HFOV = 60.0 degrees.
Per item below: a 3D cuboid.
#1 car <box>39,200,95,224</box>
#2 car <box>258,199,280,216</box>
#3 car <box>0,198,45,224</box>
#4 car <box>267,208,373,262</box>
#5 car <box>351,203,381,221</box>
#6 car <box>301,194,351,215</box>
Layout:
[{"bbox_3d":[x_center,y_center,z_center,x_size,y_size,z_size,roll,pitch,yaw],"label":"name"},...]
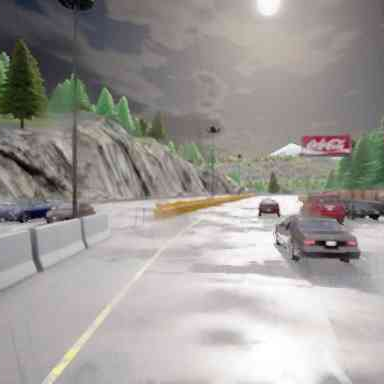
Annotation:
[{"bbox_3d":[-8.554,1.427,23.903,1.812,1.442,4.674,0,0,9],"label":"car"},{"bbox_3d":[7.278,1.407,31.458,1.882,1.535,5.008,0,0,12],"label":"car"},{"bbox_3d":[-12.072,1.242,24.022,2.097,1.767,4.553,0,0,9],"label":"car"},{"bbox_3d":[4.228,1.524,12.076,2.033,1.411,5.357,0,0,5],"label":"car"},{"bbox_3d":[13.433,1.563,26.862,1.895,1.301,4.718,0,0,11],"label":"car"},{"bbox_3d":[9.355,1.179,24.090,2.150,2.045,5.566,0,0,10],"label":"car"}]
